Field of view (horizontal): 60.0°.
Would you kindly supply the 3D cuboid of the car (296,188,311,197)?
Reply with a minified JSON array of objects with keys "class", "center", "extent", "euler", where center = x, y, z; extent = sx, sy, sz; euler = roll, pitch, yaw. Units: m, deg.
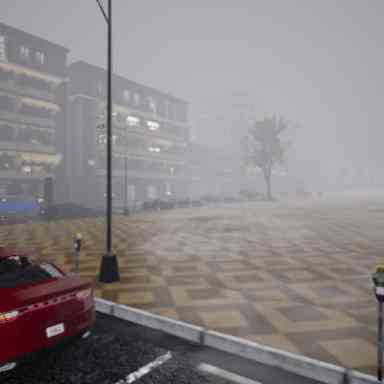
[{"class":"car","center":[26.179,0.127,77.787],"extent":[2.150,2.045,5.566],"euler":[0,1,35]}]

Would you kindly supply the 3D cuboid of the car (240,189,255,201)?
[{"class":"car","center":[10.257,0.488,59.275],"extent":[2.150,2.045,5.566],"euler":[0,1,35]}]

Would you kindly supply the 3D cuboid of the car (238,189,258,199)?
[{"class":"car","center":[12.192,0.387,71.908],"extent":[2.192,1.841,5.009],"euler":[1,2,35]}]

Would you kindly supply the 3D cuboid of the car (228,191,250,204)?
[{"class":"car","center":[6.247,0.994,48.866],"extent":[2.008,1.369,4.403],"euler":[1,2,35]}]

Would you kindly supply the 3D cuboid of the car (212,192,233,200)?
[{"class":"car","center":[5.790,0.810,62.798],"extent":[1.947,1.339,4.313],"euler":[1,2,35]}]

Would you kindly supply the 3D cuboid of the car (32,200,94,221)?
[{"class":"car","center":[-9.754,1.447,26.079],"extent":[1.947,1.339,4.313],"euler":[1,2,35]}]

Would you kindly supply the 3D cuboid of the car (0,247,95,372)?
[{"class":"car","center":[-3.487,1.574,5.400],"extent":[4.507,1.381,1.887],"euler":[0,0,36]}]

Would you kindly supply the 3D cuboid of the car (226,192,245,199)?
[{"class":"car","center":[8.892,0.686,67.215],"extent":[1.752,1.417,4.829],"euler":[1,2,35]}]

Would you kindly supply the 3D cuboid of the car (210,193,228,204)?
[{"class":"car","center":[2.748,0.963,48.555],"extent":[2.128,1.511,4.902],"euler":[0,1,35]}]

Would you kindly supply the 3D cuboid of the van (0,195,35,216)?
[{"class":"van","center":[-16.610,1.197,30.890],"extent":[1.690,1.788,3.998],"euler":[1,2,35]}]

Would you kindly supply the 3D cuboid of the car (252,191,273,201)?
[{"class":"car","center":[12.746,0.792,58.120],"extent":[1.752,1.417,4.829],"euler":[1,2,35]}]

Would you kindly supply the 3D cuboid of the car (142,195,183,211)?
[{"class":"car","center":[-3.354,1.250,35.192],"extent":[1.887,1.381,4.507],"euler":[1,2,35]}]

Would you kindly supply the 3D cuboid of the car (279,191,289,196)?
[{"class":"car","center":[24.990,0.274,90.143],"extent":[1.887,1.381,4.507],"euler":[1,2,35]}]

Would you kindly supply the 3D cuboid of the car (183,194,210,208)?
[{"class":"car","center":[-0.154,1.168,39.750],"extent":[2.008,1.369,4.403],"euler":[1,2,35]}]

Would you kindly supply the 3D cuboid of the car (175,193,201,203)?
[{"class":"car","center":[-0.611,0.969,53.682],"extent":[2.008,1.369,4.403],"euler":[1,2,35]}]

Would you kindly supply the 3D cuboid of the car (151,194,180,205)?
[{"class":"car","center":[-3.811,1.071,49.125],"extent":[1.947,1.339,4.313],"euler":[1,2,35]}]
